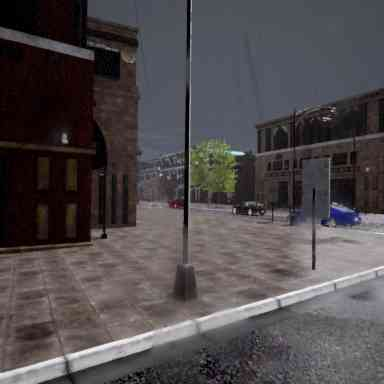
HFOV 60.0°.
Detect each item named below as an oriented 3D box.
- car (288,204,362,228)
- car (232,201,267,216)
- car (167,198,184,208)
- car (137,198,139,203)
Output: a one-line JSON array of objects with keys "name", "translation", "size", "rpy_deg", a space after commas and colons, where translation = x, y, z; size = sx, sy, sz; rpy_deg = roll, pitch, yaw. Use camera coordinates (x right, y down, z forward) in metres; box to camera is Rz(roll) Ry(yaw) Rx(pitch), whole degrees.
[{"name": "car", "translation": [8.634, 1.505, 22.118], "size": [1.882, 1.535, 5.008], "rpy_deg": [0, 0, -30]}, {"name": "car", "translation": [5.761, 1.628, 33.759], "size": [2.008, 1.369, 4.403], "rpy_deg": [1, -1, -27]}, {"name": "car", "translation": [-2.192, 1.627, 49.300], "size": [1.887, 1.381, 4.507], "rpy_deg": [1, -1, -27]}, {"name": "car", "translation": [-12.228, 1.671, 68.993], "size": [1.802, 1.307, 4.206], "rpy_deg": [1, -1, -27]}]
